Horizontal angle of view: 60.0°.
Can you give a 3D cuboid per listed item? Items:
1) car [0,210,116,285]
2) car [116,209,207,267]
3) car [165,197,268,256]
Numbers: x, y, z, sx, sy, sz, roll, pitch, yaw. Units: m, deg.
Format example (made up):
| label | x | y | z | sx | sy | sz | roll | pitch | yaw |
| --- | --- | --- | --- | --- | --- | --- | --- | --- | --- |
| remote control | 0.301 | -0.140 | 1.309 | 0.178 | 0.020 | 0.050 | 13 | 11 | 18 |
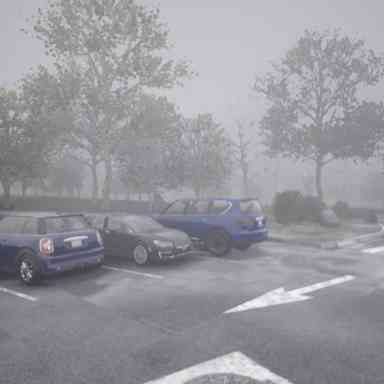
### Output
| label | x | y | z | sx | sy | sz | roll | pitch | yaw |
| --- | --- | --- | --- | --- | --- | --- | --- | --- | --- |
| car | -4.680 | 1.357 | 9.645 | 4.553 | 1.767 | 2.185 | -1 | 0 | 34 |
| car | -2.247 | 1.477 | 11.425 | 4.892 | 1.521 | 2.231 | -1 | -1 | 34 |
| car | 0.186 | 1.217 | 13.185 | 5.566 | 2.045 | 2.435 | -1 | 0 | 34 |
